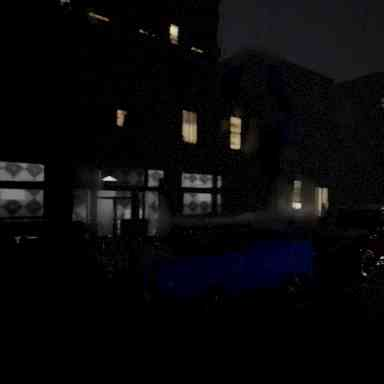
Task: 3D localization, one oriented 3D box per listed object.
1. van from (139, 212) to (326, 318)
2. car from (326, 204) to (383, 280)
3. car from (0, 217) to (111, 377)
[{"bbox_3d":[0.900,1.353,7.180,3.998,1.788,1.690,0,1,-35],"label":"van"},{"bbox_3d":[5.302,1.340,10.319,5.009,1.841,2.192,0,1,-35],"label":"car"},{"bbox_3d":[-3.502,1.314,4.039,5.009,1.841,2.192,0,1,-35],"label":"car"}]
